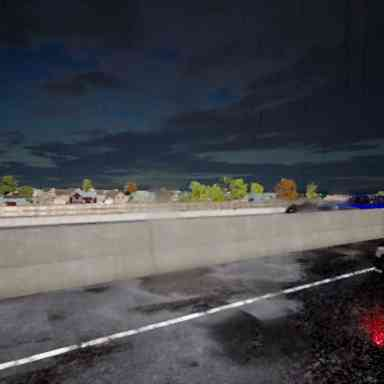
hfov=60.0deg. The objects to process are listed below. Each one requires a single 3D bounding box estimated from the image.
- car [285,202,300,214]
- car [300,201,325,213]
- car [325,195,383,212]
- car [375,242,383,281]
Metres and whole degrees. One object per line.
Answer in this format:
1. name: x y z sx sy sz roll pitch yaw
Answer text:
1. car: 11.250 1.602 33.204 4.181 1.385 1.994 0 0 -34
2. car: 12.447 1.584 29.789 5.357 1.411 2.033 0 0 -35
3. car: 13.290 1.258 26.114 5.566 2.045 2.150 1 0 -35
4. car: 6.497 1.500 8.332 4.902 1.511 2.128 0 0 -35
